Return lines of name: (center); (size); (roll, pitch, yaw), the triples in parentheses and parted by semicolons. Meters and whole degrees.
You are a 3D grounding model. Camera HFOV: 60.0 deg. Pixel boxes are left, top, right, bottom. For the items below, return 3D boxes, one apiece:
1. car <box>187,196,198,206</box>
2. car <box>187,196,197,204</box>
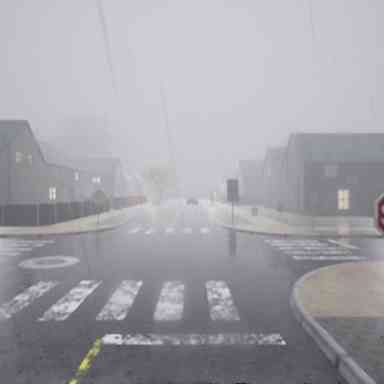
car: (0.028, 1.518, 56.681); (2.128, 1.511, 4.902); (0, 0, 0)
car: (0.034, 1.549, 67.100); (1.882, 1.535, 5.008); (0, 0, 0)
